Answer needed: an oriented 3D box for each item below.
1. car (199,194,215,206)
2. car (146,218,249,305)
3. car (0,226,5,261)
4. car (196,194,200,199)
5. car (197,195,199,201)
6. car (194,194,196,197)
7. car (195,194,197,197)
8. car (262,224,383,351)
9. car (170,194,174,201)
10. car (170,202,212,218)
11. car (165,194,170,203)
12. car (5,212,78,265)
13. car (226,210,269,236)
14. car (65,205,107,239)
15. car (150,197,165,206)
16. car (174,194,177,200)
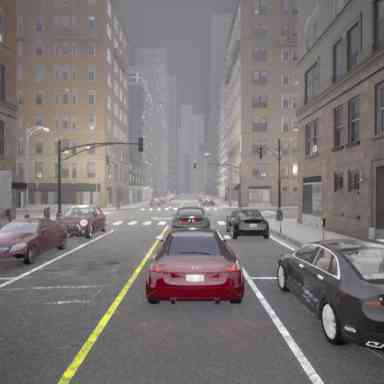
[{"bbox_3d":[2.623,1.464,54.263,1.967,1.590,4.097,0,0,0],"label":"car"},{"bbox_3d":[0.042,1.562,8.168,1.994,1.385,4.181,0,0,-1],"label":"car"},{"bbox_3d":[-5.697,1.564,6.128,1.947,1.339,4.313,0,0,0],"label":"car"},{"bbox_3d":[2.555,1.507,75.898,1.967,1.590,4.097,0,0,0],"label":"car"},{"bbox_3d":[2.590,1.592,65.080,2.008,1.369,4.403,0,0,0],"label":"car"},{"bbox_3d":[2.502,1.436,92.126,2.192,1.841,5.009,0,0,0],"label":"car"},{"bbox_3d":[2.520,1.541,86.716,1.967,1.590,4.097,0,0,0],"label":"car"},{"bbox_3d":[2.828,1.549,6.170,2.008,1.369,4.403,0,0,0],"label":"car"},{"bbox_3d":[-5.986,1.608,81.106,1.752,1.417,4.829,0,0,0],"label":"car"},{"bbox_3d":[-0.046,1.502,17.081,1.837,1.490,4.892,0,0,0],"label":"car"},{"bbox_3d":[-5.935,1.592,65.050,2.008,1.369,4.403,0,0,0],"label":"car"},{"bbox_3d":[-5.724,1.579,11.629,1.802,1.307,4.206,0,0,0],"label":"car"},{"bbox_3d":[2.774,1.563,17.173,1.947,1.339,4.313,0,0,0],"label":"car"},{"bbox_3d":[-5.752,1.437,17.131,1.967,1.590,4.097,0,0,0],"label":"car"},{"bbox_3d":[-5.901,1.606,54.233,1.802,1.307,4.206,0,0,0],"label":"car"},{"bbox_3d":[-6.022,1.436,92.093,2.192,1.841,5.009,0,0,0],"label":"car"}]
